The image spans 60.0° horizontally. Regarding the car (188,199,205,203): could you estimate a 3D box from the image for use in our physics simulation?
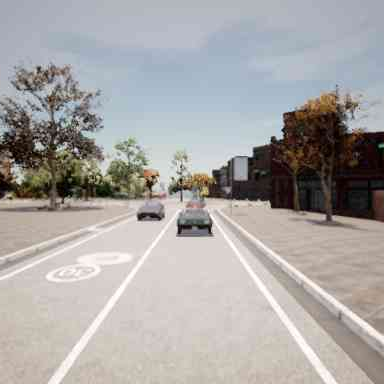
[{"bbox_3d":[0.438,1.433,35.704,1.994,1.385,4.181,0,0,4],"label":"car"}]

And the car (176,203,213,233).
[{"bbox_3d":[0.147,1.533,18.991,1.895,1.301,4.718,0,0,0],"label":"car"}]

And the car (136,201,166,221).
[{"bbox_3d":[-3.182,1.450,26.841,2.033,1.411,5.357,0,0,1],"label":"car"}]
